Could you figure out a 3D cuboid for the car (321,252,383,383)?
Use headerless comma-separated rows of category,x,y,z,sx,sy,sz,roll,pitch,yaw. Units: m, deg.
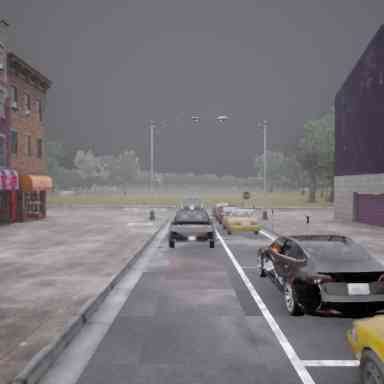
car,2.621,1.523,1.948,1.752,1.417,4.829,-1,0,0

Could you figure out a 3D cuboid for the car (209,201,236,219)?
car,2.622,1.541,29.440,2.008,1.369,4.403,-1,0,0

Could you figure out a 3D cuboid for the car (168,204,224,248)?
car,0.000,1.490,14.654,2.128,1.511,4.902,0,0,0

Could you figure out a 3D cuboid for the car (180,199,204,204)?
car,0.001,1.357,29.627,2.097,1.767,4.553,0,0,0

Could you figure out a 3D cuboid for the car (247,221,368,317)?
car,2.622,1.562,7.311,1.947,1.339,4.313,-1,0,0

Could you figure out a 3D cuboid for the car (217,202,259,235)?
car,2.621,1.518,18.545,1.752,1.417,4.829,-1,0,0

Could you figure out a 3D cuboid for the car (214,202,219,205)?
car,2.622,1.573,23.908,1.802,1.307,4.206,-1,0,0
